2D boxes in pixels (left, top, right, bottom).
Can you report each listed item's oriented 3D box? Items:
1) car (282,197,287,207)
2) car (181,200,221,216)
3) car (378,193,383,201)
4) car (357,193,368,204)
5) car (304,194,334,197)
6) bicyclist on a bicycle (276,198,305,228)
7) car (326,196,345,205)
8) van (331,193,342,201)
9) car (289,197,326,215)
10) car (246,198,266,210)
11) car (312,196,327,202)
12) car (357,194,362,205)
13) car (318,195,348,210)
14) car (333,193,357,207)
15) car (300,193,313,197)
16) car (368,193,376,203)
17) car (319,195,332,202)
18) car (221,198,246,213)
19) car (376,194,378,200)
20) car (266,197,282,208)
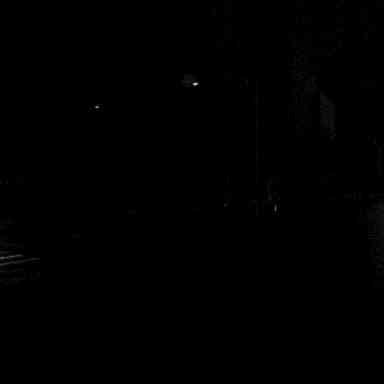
[{"bbox_3d":[13.484,1.456,50.205,1.947,1.339,4.313,0,0,35],"label":"car"},{"bbox_3d":[0.636,1.525,31.663,1.802,1.307,4.206,0,0,35],"label":"car"},{"bbox_3d":[42.969,1.359,77.785,1.802,1.307,4.206,-1,0,35],"label":"car"},{"bbox_3d":[26.909,1.118,54.613,2.192,1.841,5.009,0,0,35],"label":"car"},{"bbox_3d":[17.421,1.337,45.431,2.128,1.511,4.902,-1,0,35],"label":"car"},{"bbox_3d":[5.379,1.177,18.341,1.656,1.620,0.582,-1,0,35],"label":"bicyclist on a bicycle"},{"bbox_3d":[23.279,1.354,53.886,1.812,1.442,4.674,-1,0,35],"label":"car"},{"bbox_3d":[35.967,1.187,82.653,1.690,1.788,3.998,-1,0,35],"label":"van"},{"bbox_3d":[10.852,1.425,31.438,1.947,1.339,4.313,0,0,35],"label":"car"},{"bbox_3d":[7.060,1.495,40.934,1.802,1.307,4.206,0,0,35],"label":"car"},{"bbox_3d":[26.334,1.419,68.746,1.947,1.339,4.313,0,0,35],"label":"car"},{"bbox_3d":[23.698,1.378,49.977,1.947,1.339,4.313,0,0,35],"label":"car"},{"bbox_3d":[17.275,1.377,40.708,1.887,1.381,4.507,0,0,35],"label":"car"},{"bbox_3d":[20.486,1.137,45.344,2.192,1.841,5.009,0,0,35],"label":"car"},{"bbox_3d":[19.908,1.416,59.475,1.887,1.381,4.507,0,0,35],"label":"car"},{"bbox_3d":[33.333,1.100,63.883,2.192,1.841,5.009,0,0,35],"label":"car"},{"bbox_3d":[29.545,1.428,73.380,1.802,1.307,4.206,0,0,35],"label":"car"},{"bbox_3d":[3.847,1.367,36.298,1.967,1.590,4.097,0,0,35],"label":"car"},{"bbox_3d":[36.642,1.303,68.656,1.752,1.417,4.829,-1,0,35],"label":"car"},{"bbox_3d":[10.175,1.427,45.429,1.752,1.417,4.829,0,0,35],"label":"car"}]
